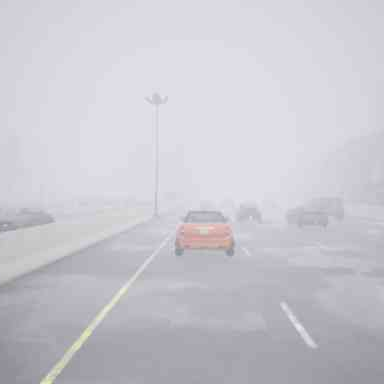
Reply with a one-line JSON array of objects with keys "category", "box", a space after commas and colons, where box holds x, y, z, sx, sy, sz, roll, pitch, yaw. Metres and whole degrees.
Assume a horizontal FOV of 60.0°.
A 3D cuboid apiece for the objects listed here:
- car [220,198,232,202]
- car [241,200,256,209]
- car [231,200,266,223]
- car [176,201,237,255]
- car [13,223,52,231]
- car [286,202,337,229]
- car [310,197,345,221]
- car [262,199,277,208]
[{"category": "car", "box": [5.834, 1.743, 55.278, 2.097, 1.767, 4.553, 0, 0, 3]}, {"category": "car", "box": [9.327, 1.973, 55.060, 1.994, 1.385, 4.181, 0, 0, 3]}, {"category": "car", "box": [4.638, 1.714, 28.014, 1.837, 1.490, 4.892, 0, 0, 3]}, {"category": "car", "box": [0.531, 1.445, 13.873, 2.097, 1.767, 4.553, 0, 0, 2]}, {"category": "car", "box": [-9.929, 1.640, 19.872, 1.994, 1.385, 4.181, 0, 0, 3]}, {"category": "car", "box": [7.934, 1.687, 23.316, 2.128, 1.511, 4.902, 0, 0, 3]}, {"category": "car", "box": [11.733, 1.481, 29.962, 2.150, 2.045, 5.566, 0, 0, 3]}, {"category": "car", "box": [12.843, 1.921, 55.313, 2.128, 1.511, 4.902, 0, 0, 3]}]
